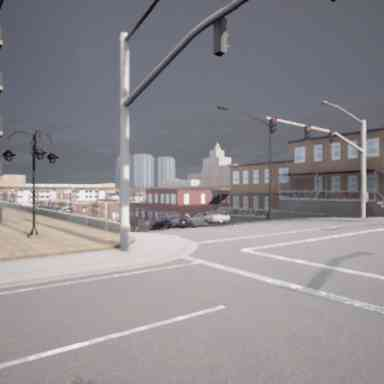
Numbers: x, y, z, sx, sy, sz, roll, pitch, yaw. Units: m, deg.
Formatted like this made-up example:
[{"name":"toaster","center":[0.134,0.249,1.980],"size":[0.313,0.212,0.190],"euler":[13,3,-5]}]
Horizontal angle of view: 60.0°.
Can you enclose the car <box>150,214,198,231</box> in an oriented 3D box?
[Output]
[{"name":"car","center":[-1.840,2.488,27.786],"size":[1.994,1.385,4.181],"euler":[0,-8,-36]}]

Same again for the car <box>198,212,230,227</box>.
[{"name":"car","center":[1.150,2.514,30.009],"size":[1.895,1.301,4.718],"euler":[0,-8,-37]}]
